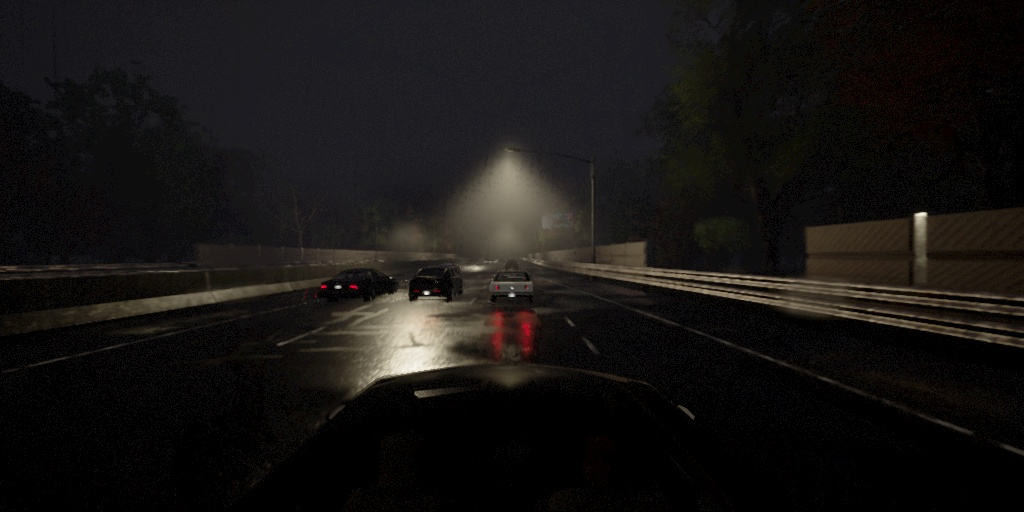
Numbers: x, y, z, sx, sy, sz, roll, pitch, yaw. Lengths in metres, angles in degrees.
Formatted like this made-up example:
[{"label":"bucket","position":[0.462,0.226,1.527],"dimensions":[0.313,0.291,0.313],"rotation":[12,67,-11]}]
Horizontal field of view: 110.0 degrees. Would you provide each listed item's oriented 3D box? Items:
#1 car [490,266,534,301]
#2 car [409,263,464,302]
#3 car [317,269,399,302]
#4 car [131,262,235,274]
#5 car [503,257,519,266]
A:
[{"label":"car","position":[-0.002,1.357,17.236],"dimensions":[1.895,1.301,4.718],"rotation":[0,0,0]},{"label":"car","position":[-3.501,1.263,17.103],"dimensions":[1.837,1.490,4.892],"rotation":[0,0,0]},{"label":"car","position":[-7.004,1.303,16.954],"dimensions":[2.033,1.411,5.357],"rotation":[0,0,0]},{"label":"car","position":[-17.502,0.967,19.402],"dimensions":[1.895,1.301,4.718],"rotation":[0,0,0]},{"label":"car","position":[-0.009,1.279,52.384],"dimensions":[1.837,1.490,4.892],"rotation":[0,0,0]}]
